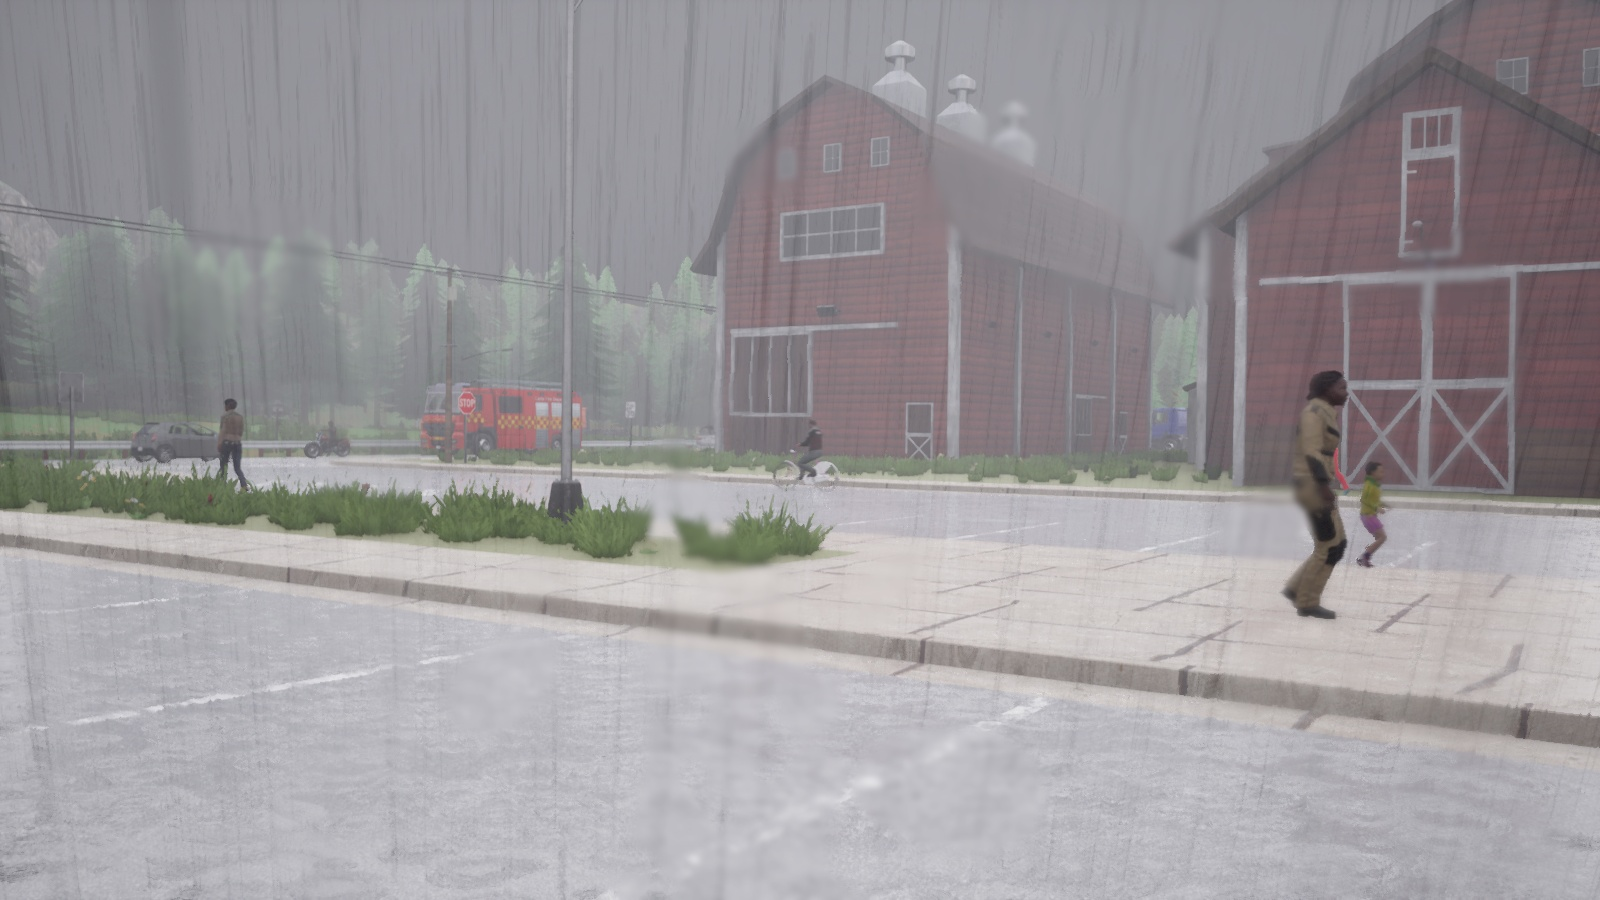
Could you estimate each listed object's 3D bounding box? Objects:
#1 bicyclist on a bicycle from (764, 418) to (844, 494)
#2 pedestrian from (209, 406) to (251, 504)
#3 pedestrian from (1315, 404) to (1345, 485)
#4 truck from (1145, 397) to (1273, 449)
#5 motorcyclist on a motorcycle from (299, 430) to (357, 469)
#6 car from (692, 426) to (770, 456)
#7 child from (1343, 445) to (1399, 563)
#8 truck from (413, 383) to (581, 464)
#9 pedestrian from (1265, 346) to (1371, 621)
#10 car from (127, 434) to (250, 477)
[{"bbox_3d":[0.090,0.132,30.302,1.843,1.776,0.659,0,1,33],"label":"bicyclist on a bicycle"},{"bbox_3d":[-10.630,0.090,23.414,0.869,1.805,0.328,0,1,38],"label":"pedestrian"},{"bbox_3d":[12.131,-0.136,28.751,0.594,1.836,0.345,0,1,27],"label":"pedestrian"},{"bbox_3d":[28.266,-1.804,86.973,7.936,3.462,2.891,0,1,33],"label":"truck"},{"bbox_3d":[-20.684,-0.044,55.099,0.766,1.649,2.350,0,1,34],"label":"motorcyclist on a motorcycle"},{"bbox_3d":[-3.993,-0.541,73.592,2.242,1.667,4.611,0,1,34],"label":"car"},{"bbox_3d":[5.752,0.535,12.650,0.473,1.160,0.299,0,1,34],"label":"child"},{"bbox_3d":[-15.093,-1.323,63.383,2.891,3.827,8.468,0,1,34],"label":"truck"},{"bbox_3d":[3.754,0.231,9.111,0.692,1.930,0.396,0,1,23],"label":"pedestrian"},{"bbox_3d":[-22.452,0.168,46.219,1.845,1.501,3.633,0,1,34],"label":"car"}]
